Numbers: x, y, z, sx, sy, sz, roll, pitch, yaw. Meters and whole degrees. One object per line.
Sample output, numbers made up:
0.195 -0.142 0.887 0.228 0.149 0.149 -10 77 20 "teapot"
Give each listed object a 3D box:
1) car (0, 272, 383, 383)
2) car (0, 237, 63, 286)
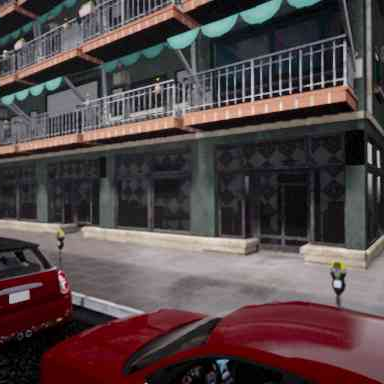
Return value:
0.648 1.549 2.414 4.507 1.381 1.887 0 0 36 "car"
-3.941 1.472 5.689 4.097 1.590 1.967 0 0 36 "car"
